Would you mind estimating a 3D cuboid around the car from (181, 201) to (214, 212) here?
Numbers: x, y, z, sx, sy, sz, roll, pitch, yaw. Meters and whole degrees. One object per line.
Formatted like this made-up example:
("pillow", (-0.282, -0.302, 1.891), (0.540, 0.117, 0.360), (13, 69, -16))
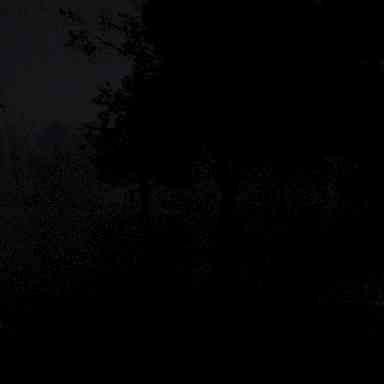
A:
("car", (0.822, 2.076, 47.629), (4.892, 1.490, 1.837), (1, -1, -21))
